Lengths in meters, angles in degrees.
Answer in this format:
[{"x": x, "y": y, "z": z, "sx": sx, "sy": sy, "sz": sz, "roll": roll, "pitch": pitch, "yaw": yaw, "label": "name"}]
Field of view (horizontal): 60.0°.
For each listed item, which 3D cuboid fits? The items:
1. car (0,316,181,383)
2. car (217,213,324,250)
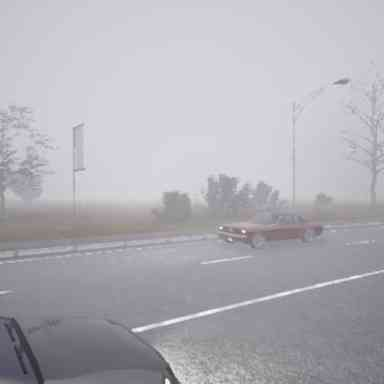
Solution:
[{"x": -2.062, "y": 1.554, "z": 2.174, "sx": 4.181, "sy": 1.385, "sz": 1.994, "roll": 0, "pitch": 0, "yaw": -36, "label": "car"}, {"x": 3.425, "y": 1.578, "z": 14.369, "sx": 4.718, "sy": 1.301, "sz": 1.895, "roll": 0, "pitch": 0, "yaw": -31, "label": "car"}]
